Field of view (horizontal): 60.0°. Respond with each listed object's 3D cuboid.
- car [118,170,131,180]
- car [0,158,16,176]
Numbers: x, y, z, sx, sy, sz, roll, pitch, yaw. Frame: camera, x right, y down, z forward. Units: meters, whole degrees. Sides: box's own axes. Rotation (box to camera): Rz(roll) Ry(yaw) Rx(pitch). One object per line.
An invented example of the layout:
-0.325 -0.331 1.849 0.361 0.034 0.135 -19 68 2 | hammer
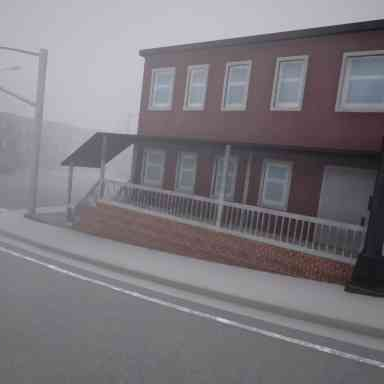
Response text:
-8.800 -2.477 49.145 1.812 1.442 4.674 10 6 35 | car
-20.247 -2.661 33.306 2.097 1.767 4.553 10 6 35 | car
